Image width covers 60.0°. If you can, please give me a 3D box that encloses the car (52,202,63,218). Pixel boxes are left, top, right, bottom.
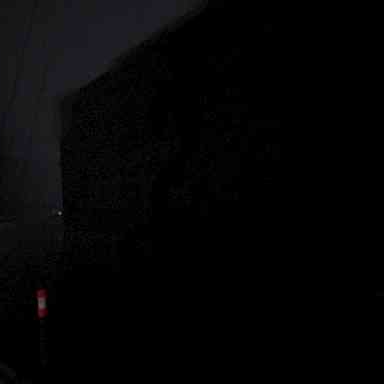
[{"bbox_3d":[-12.186,1.703,32.553,1.812,1.442,4.674,-3,0,-4],"label":"car"}]
